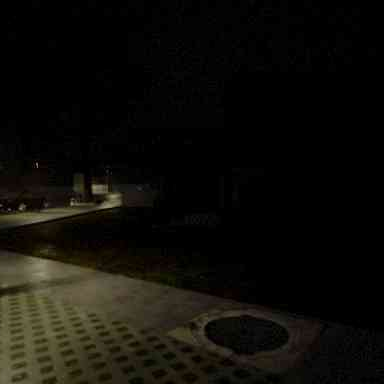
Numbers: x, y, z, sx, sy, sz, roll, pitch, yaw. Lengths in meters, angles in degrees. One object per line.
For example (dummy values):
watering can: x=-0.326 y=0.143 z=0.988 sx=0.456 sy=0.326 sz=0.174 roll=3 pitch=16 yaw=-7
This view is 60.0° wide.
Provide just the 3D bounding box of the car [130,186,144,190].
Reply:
car: x=-8.768 y=-0.229 z=54.194 sx=1.812 sy=1.442 sz=4.674 roll=1 pitch=2 yaw=11

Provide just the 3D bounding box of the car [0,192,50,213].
car: x=-13.713 y=0.745 z=27.276 sx=1.882 sy=1.535 sz=5.008 roll=1 pitch=3 yaw=11
